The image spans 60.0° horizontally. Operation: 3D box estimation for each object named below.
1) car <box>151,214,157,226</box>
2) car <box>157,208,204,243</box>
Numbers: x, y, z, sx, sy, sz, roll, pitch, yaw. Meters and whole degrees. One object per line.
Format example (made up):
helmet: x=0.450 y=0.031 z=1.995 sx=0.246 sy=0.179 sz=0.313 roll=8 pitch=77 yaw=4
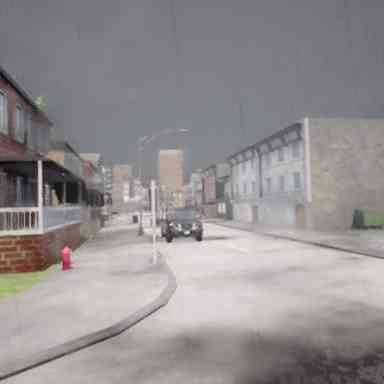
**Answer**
car: x=-3.485 y=3.064 z=36.262 sx=2.033 sy=1.411 sz=5.357 roll=-1 pitch=-2 yaw=-11
car: x=-0.793 y=2.109 z=21.954 sx=2.150 sy=2.045 sz=5.566 roll=-1 pitch=-2 yaw=-11
